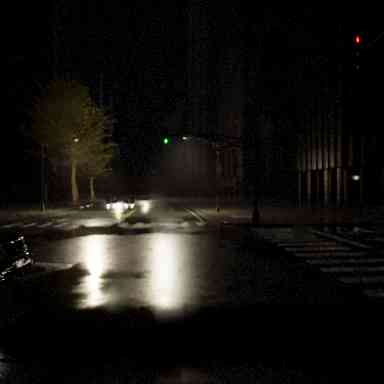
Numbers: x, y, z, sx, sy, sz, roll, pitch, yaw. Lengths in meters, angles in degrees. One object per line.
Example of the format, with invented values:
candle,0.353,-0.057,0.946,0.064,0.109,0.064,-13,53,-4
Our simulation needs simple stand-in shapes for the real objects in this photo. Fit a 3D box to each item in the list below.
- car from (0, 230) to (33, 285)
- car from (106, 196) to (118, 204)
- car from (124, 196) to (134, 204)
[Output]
car,-6.563,1.222,7.273,5.566,2.045,2.150,0,0,-2
car,-15.259,1.471,63.595,2.128,1.511,4.902,0,0,-10
car,-12.060,1.470,64.169,2.128,1.511,4.902,0,0,-10
